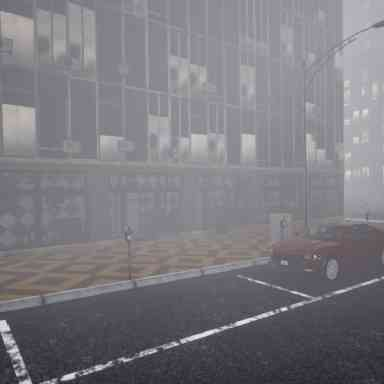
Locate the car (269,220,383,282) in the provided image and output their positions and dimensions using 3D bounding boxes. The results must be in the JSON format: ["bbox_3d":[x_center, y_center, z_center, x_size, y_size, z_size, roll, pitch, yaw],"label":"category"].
[{"bbox_3d":[4.158,1.542,9.721,4.507,1.381,1.887,0,-1,-36],"label":"car"}]

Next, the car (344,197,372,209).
[{"bbox_3d":[18.691,1.275,39.604,1.752,1.417,4.829,-1,1,-35],"label":"car"}]
